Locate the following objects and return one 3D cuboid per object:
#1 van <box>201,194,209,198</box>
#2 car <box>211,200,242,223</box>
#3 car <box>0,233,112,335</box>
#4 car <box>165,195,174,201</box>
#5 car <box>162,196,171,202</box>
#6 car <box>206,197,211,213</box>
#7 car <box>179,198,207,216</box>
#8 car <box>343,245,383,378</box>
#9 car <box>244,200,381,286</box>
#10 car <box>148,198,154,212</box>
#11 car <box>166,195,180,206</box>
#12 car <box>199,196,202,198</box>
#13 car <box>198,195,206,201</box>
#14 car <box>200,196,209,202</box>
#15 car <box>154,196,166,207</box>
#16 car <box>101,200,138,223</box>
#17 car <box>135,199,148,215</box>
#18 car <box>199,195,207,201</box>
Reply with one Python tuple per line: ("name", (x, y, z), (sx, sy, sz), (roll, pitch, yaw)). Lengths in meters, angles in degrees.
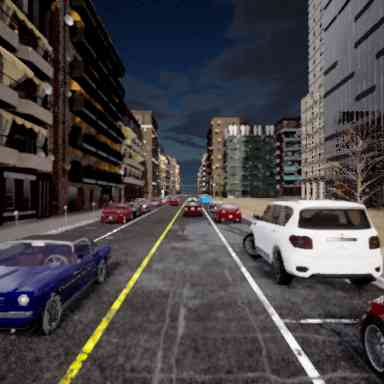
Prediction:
("van", (2.744, 1.391, 67.842), (1.690, 1.788, 3.998), (1, 0, 0))
("car", (2.706, 1.562, 25.465), (1.887, 1.381, 4.507), (1, 0, 0))
("car", (-3.099, 1.605, 6.834), (1.895, 1.301, 4.718), (0, 0, 0))
("car", (-5.791, 1.504, 84.500), (1.967, 1.590, 4.097), (1, 0, 0))
("car", (-5.744, 1.638, 75.595), (1.802, 1.307, 4.206), (1, 0, 0))
("car", (2.708, 1.576, 36.605), (2.008, 1.369, 4.403), (1, 0, 0))
("car", (0.098, 1.570, 32.472), (2.033, 1.411, 5.357), (0, 0, 1))
("car", (3.149, 1.527, 2.535), (1.812, 1.442, 4.674), (0, 0, 0))
("car", (3.102, 1.228, 9.581), (2.150, 2.045, 5.566), (0, 0, 0))
("car", (-5.671, 1.465, 36.608), (1.967, 1.590, 4.097), (1, 0, 0))
("car", (-3.006, 1.642, 57.281), (1.895, 1.301, 4.718), (0, 0, 0))
("car", (0.077, 1.559, 47.377), (1.812, 1.442, 4.674), (0, 0, 0))
("car", (2.848, 1.622, 92.303), (2.008, 1.369, 4.403), (1, 0, 0))
("car", (2.799, 1.602, 76.303), (1.887, 1.381, 4.507), (1, 0, 0))
("car", (-5.669, 1.620, 53.317), (1.802, 1.307, 4.206), (1, 0, 0))
("car", (-5.674, 1.562, 25.468), (1.887, 1.381, 4.507), (1, 0, 0))
("car", (-5.673, 1.587, 31.038), (1.947, 1.339, 4.313), (1, 0, 0))
("car", (2.847, 1.617, 86.733), (2.008, 1.369, 4.403), (1, 0, 0))
